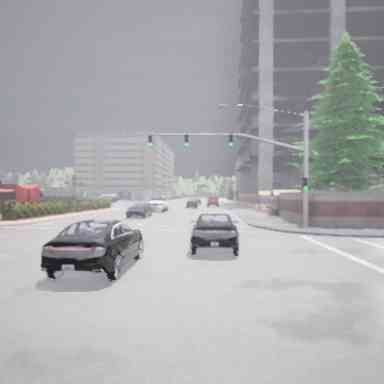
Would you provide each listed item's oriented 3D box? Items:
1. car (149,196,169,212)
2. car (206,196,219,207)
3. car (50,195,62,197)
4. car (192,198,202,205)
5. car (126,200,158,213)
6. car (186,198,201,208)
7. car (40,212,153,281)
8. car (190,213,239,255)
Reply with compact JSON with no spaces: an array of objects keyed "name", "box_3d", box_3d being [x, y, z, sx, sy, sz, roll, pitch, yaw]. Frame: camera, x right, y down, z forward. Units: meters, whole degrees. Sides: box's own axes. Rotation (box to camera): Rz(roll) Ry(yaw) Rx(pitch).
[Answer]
[{"name":"car","box_3d":[-4.375,1.539,43.605,2.150,2.045,5.566,0,0,3]},{"name":"car","box_3d":[3.848,1.740,61.338,2.150,2.045,5.566,0,0,4]},{"name":"car","box_3d":[-28.112,1.547,67.393,4.605,1.855,1.932,0,0,4]},{"name":"car","box_3d":[1.041,2.064,72.326,1.882,1.535,5.008,0,0,4]},{"name":"car","box_3d":[-5.081,1.773,32.876,2.033,1.411,5.357,0,0,4]},{"name":"car","box_3d":[0.093,1.925,55.913,1.882,1.535,5.008,0,-1,4]},{"name":"car","box_3d":[-2.778,1.593,10.256,2.128,1.511,4.902,0,-1,3]},{"name":"car","box_3d":[0.956,1.657,14.219,2.128,1.511,4.902,0,-1,3]}]
